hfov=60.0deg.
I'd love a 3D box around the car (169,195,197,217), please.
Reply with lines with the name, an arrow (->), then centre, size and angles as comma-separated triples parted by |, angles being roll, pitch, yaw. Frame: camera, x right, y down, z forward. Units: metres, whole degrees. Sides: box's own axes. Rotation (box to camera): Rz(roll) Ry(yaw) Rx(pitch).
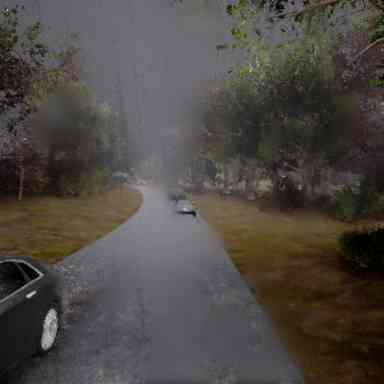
car -> -0.697, 1.275, 28.608 | 1.994, 1.385, 4.181 | 1, 2, -4

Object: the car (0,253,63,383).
car -> -2.850, 1.473, 3.196 | 1.837, 1.490, 4.892 | 1, 0, 0

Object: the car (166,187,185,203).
car -> -2.152, 0.298, 43.315 | 2.150, 2.045, 5.566 | 1, 3, -7
